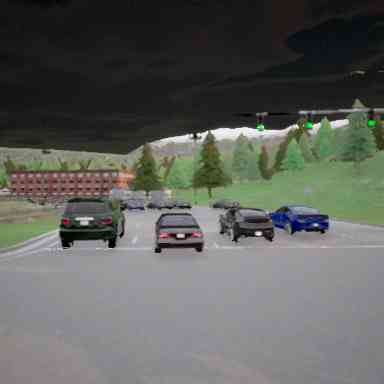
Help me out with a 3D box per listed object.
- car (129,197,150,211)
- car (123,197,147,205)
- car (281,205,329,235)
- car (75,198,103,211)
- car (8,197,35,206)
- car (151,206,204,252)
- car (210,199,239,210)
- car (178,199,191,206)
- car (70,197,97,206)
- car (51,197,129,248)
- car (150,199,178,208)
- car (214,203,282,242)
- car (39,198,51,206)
[{"bbox_3d":[-7.563,1.607,41.296,2.033,1.411,5.357,0,0,-30],"label":"car"},{"bbox_3d":[-10.366,1.648,60.781,4.181,1.385,1.994,0,0,38],"label":"car"},{"bbox_3d":[5.782,1.463,18.783,1.882,1.535,5.008,0,0,-7],"label":"car"},{"bbox_3d":[-13.651,1.578,43.882,2.128,1.511,4.902,0,0,-37],"label":"car"},{"bbox_3d":[-28.790,1.642,56.065,5.008,1.535,1.882,0,0,24],"label":"car"},{"bbox_3d":[-0.657,1.559,13.986,2.033,1.411,5.357,0,0,-6],"label":"car"},{"bbox_3d":[4.129,1.554,41.511,2.033,1.411,5.357,0,0,-24],"label":"car"},{"bbox_3d":[-1.785,1.599,44.733,1.994,1.385,4.181,0,0,-28],"label":"car"},{"bbox_3d":[-19.128,1.648,58.685,4.674,1.442,1.812,0,0,31],"label":"car"},{"bbox_3d":[-4.319,1.250,15.105,2.150,2.045,5.566,0,0,-6],"label":"car"},{"bbox_3d":[-4.205,1.592,42.368,2.033,1.411,5.357,0,0,-29],"label":"car"},{"bbox_3d":[2.536,1.502,16.368,1.837,1.490,4.892,0,0,-6],"label":"car"},{"bbox_3d":[-23.904,1.690,57.500,5.357,1.411,2.033,0,0,28],"label":"car"}]
